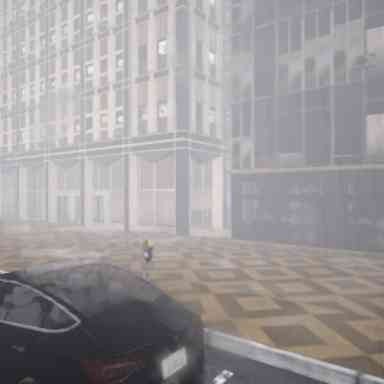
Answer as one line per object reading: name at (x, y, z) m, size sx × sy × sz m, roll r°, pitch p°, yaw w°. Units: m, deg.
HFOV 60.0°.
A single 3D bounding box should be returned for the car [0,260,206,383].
car at (-1.848, 1.562, 4.193) m, size 4.313 × 1.339 × 1.947 m, roll 0°, pitch 0°, yaw 35°
